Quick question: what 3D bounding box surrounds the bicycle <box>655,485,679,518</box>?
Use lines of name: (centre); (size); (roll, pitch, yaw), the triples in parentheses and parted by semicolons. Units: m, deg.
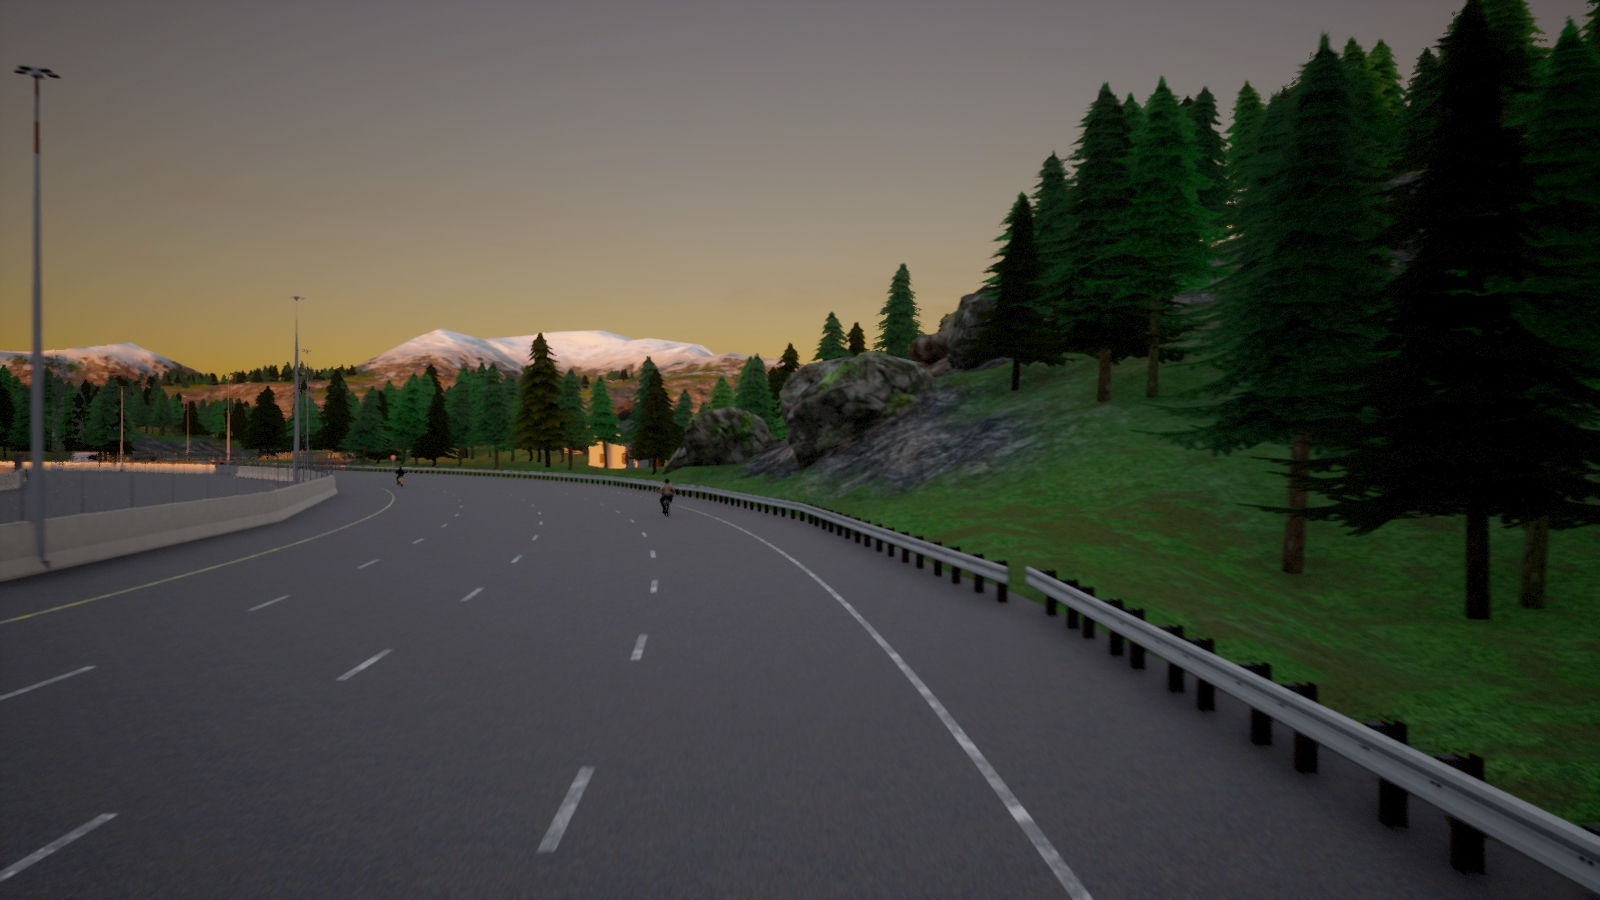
bicycle: (-5.611, 2.156, 48.075); (0.859, 1.295, 1.487); (0, 0, -12)
